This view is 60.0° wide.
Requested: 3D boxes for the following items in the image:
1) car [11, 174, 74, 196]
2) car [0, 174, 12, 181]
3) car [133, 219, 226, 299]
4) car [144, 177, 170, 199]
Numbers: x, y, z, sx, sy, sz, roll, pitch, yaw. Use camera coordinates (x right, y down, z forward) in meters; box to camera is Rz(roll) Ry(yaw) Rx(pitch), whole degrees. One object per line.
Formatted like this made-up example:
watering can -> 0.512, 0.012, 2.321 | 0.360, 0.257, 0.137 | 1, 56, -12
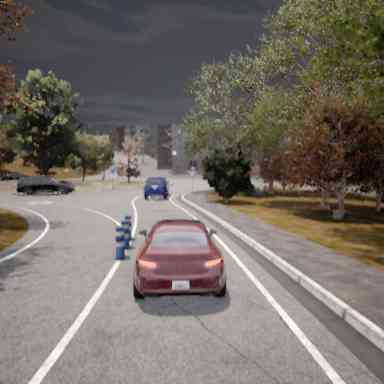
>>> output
car -> -15.494, -0.703, 35.306 | 5.566, 2.045, 2.150 | -1, 6, -9
car -> -33.943, -2.788, 63.191 | 2.033, 1.411, 5.357 | 3, 5, 35
car -> -0.318, 1.367, 8.015 | 1.812, 1.442, 4.674 | 0, 2, -3
car -> -3.415, -0.500, 32.973 | 2.150, 2.045, 5.566 | 0, 5, -1
